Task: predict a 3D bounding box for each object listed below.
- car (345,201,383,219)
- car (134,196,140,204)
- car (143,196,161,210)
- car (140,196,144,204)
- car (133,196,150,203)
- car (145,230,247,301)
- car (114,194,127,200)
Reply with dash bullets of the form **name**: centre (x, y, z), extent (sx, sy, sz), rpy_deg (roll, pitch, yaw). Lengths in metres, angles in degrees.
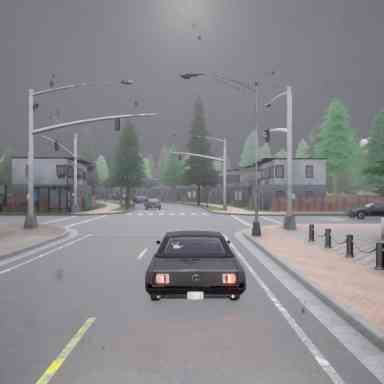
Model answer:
- **car**: centre (15.416, 1.510, 28.006), extent (4.674, 1.442, 1.812), rpy_deg (0, 0, 1)
- **car**: centre (-9.661, 1.470, 61.431), extent (1.837, 1.490, 4.892), rpy_deg (0, 0, -23)
- **car**: centre (-4.929, 1.491, 42.409), extent (1.812, 1.442, 4.674), rpy_deg (0, 0, -6)
- **car**: centre (-6.448, 1.513, 51.979), extent (2.033, 1.411, 5.357), rpy_deg (0, 0, -14)
- **car**: centre (-10.935, 1.505, 71.886), extent (1.994, 1.385, 4.181), rpy_deg (0, 0, -36)
- **car**: centre (0.036, 1.601, 8.285), extent (1.895, 1.301, 4.718), rpy_deg (0, 0, -1)
- **car**: centre (-16.935, 1.322, 79.949), extent (4.674, 1.442, 1.812), rpy_deg (0, 0, 45)
